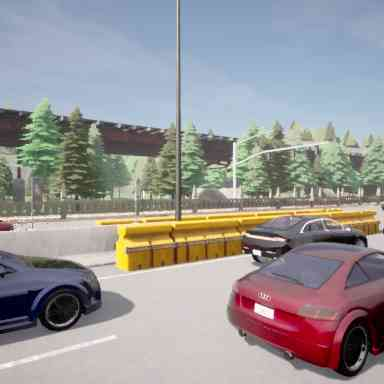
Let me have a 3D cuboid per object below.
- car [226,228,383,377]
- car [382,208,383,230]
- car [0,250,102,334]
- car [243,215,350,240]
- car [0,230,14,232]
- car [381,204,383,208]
[{"bbox_3d":[2.603,1.564,5.616,4.181,1.385,1.994,0,0,-35],"label":"car"},{"bbox_3d":[10.986,1.564,15.906,4.181,1.385,1.994,0,0,-35],"label":"car"},{"bbox_3d":[-3.664,1.564,5.429,4.181,1.385,1.994,0,0,-36],"label":"car"},{"bbox_3d":[3.796,1.491,10.762,4.902,1.511,2.128,0,0,-36],"label":"car"},{"bbox_3d":[-10.220,1.601,13.895,4.718,1.301,1.895,0,0,-36],"label":"car"},{"bbox_3d":[23.632,1.601,38.098,4.718,1.301,1.895,0,0,-36],"label":"car"}]
